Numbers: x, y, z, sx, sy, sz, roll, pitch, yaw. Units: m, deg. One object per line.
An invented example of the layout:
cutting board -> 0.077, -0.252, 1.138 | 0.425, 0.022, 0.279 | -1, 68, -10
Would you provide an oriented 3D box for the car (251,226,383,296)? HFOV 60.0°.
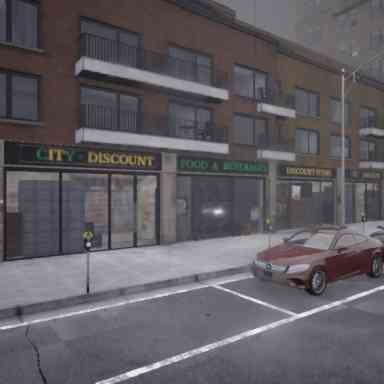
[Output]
car -> 3.394, 1.582, 8.598 | 4.206, 1.307, 1.802 | 0, 0, -35
